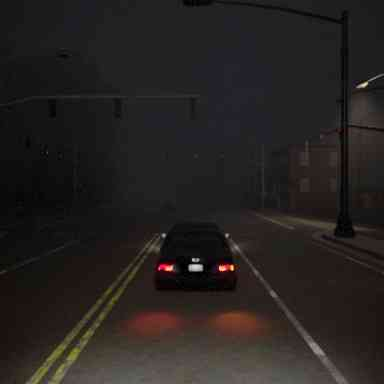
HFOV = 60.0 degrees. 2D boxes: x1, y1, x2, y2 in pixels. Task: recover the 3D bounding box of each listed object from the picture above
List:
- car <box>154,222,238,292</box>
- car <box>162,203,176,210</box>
[{"bbox_3d":[0.092,1.528,9.027,2.033,1.411,5.357,0,0,0],"label":"car"},{"bbox_3d":[-3.478,2.422,50.568,1.812,1.442,4.674,0,-8,0],"label":"car"}]
